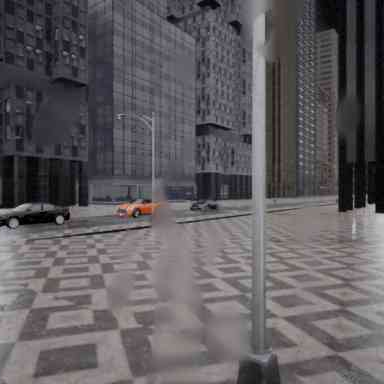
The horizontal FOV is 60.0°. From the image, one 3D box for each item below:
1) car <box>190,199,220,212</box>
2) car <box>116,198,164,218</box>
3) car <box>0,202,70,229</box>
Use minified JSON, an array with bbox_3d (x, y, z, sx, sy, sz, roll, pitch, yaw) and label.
[{"bbox_3d":[1.552,1.517,38.390,1.994,1.385,4.181,0,0,36],"label":"car"},{"bbox_3d":[-4.654,1.319,29.914,2.097,1.767,4.553,0,0,36],"label":"car"},{"bbox_3d":[-10.527,1.458,21.890,1.882,1.535,5.008,0,0,36],"label":"car"}]
